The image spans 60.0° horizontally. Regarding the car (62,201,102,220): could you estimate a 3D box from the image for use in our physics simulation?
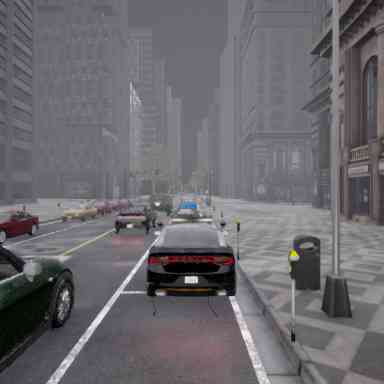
[{"bbox_3d":[-8.918,1.528,26.609,1.752,1.417,4.829,0,0,0],"label":"car"}]

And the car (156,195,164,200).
[{"bbox_3d":[-8.906,1.586,92.029,1.887,1.381,4.507,0,0,0],"label":"car"}]

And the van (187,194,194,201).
[{"bbox_3d":[-0.380,1.377,86.847,1.690,1.788,3.998,0,0,0],"label":"van"}]

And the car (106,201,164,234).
[{"bbox_3d":[-3.104,1.494,19.185,2.128,1.511,4.902,0,0,1],"label":"car"}]

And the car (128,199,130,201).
[{"bbox_3d":[-8.922,1.550,43.355,1.887,1.381,4.507,0,0,0],"label":"car"}]

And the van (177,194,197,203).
[{"bbox_3d":[-0.368,1.345,32.287,1.690,1.788,3.998,0,0,0],"label":"van"}]

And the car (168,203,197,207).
[{"bbox_3d":[-0.370,1.584,21.237,1.802,1.307,4.206,0,0,0],"label":"car"}]

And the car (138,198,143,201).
[{"bbox_3d":[-6.192,1.497,42.989,2.128,1.511,4.902,0,0,0],"label":"car"}]

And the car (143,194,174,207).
[{"bbox_3d":[-3.115,1.227,33.062,2.150,2.045,5.566,0,0,1],"label":"car"}]

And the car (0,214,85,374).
[{"bbox_3d":[-3.145,1.352,4.101,2.097,1.767,4.553,0,0,0],"label":"car"}]

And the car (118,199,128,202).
[{"bbox_3d":[-8.921,1.549,37.830,1.887,1.381,4.507,0,0,0],"label":"car"}]

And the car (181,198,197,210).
[{"bbox_3d":[-0.367,1.551,43.337,1.887,1.381,4.507,0,0,0],"label":"car"}]

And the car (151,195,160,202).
[{"bbox_3d":[-8.912,1.556,81.278,1.752,1.417,4.829,0,0,0],"label":"car"}]

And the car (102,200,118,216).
[{"bbox_3d":[-8.919,1.548,32.304,1.887,1.381,4.507,0,0,0],"label":"car"}]

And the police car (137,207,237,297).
[{"bbox_3d":[-0.012,1.426,8.760,1.930,1.638,5.238,0,0,0],"label":"police car"}]

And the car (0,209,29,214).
[{"bbox_3d":[-8.916,1.546,15.728,1.887,1.381,4.507,0,0,0],"label":"car"}]
